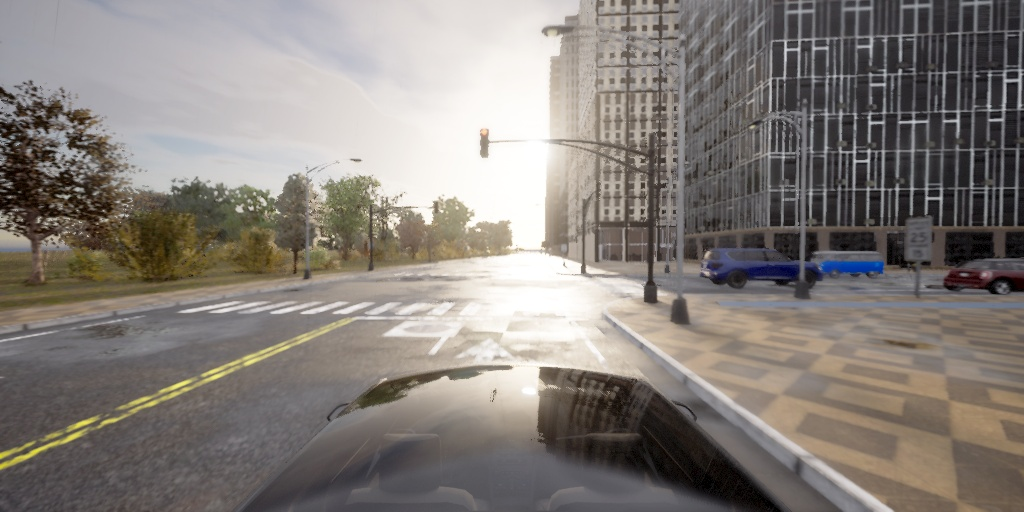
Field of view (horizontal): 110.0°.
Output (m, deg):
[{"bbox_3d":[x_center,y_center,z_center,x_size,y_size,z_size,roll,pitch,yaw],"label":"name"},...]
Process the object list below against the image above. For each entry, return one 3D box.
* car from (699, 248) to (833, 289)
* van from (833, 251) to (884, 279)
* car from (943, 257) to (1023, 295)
[{"bbox_3d":[12.954,0.605,18.931,5.566,2.045,2.150,0,1,4],"label":"car"},{"bbox_3d":[22.284,0.571,24.054,3.998,1.789,1.690,0,0,4],"label":"van"},{"bbox_3d":[21.598,0.829,15.458,4.097,1.591,1.967,0,0,4],"label":"car"}]
